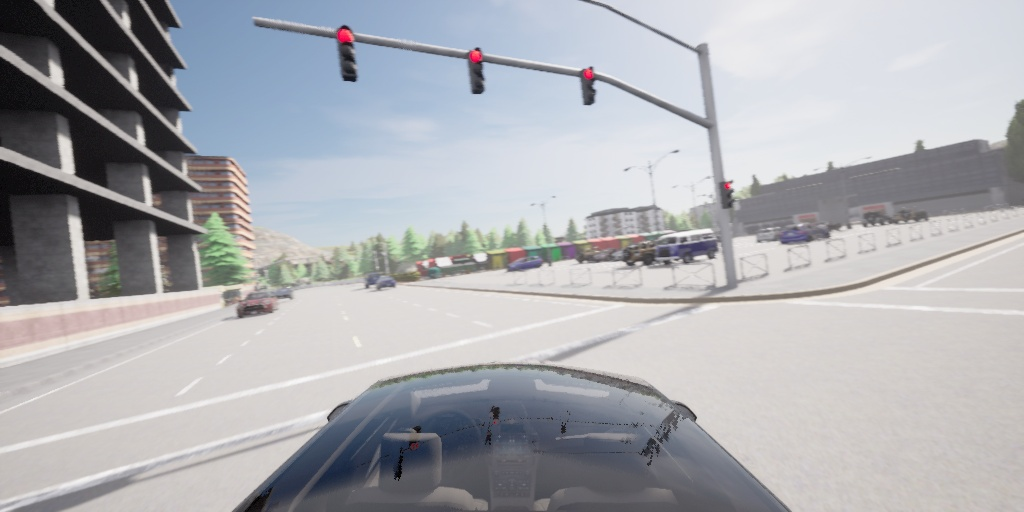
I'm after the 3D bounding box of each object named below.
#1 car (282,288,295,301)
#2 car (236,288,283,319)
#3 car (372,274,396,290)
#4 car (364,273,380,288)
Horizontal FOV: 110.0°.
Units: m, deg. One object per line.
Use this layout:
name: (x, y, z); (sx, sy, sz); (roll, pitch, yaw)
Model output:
car: (-26.402, 4.425, 41.551); (2.033, 1.411, 5.357); (-7, 0, -27)
car: (-18.920, 3.474, 26.768); (2.097, 1.767, 4.553); (-7, 0, -27)
car: (-14.764, 3.152, 41.887); (1.812, 1.442, 4.674); (-7, 0, -27)
car: (-20.251, 3.551, 52.441); (2.150, 2.045, 5.566); (-7, 0, -27)
